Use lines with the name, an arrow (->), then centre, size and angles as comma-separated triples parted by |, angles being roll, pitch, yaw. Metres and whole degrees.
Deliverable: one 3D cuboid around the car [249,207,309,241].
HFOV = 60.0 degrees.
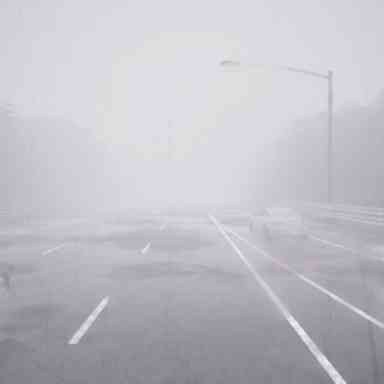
car -> 4.101, 1.472, 16.180 | 1.812, 1.442, 4.674 | 0, 0, -4
